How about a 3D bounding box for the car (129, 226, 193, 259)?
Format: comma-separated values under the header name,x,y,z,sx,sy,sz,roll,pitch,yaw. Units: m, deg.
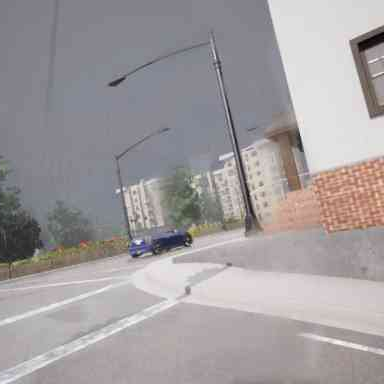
name,x,y,z,sx,sy,sz,roll,pitch,yaw
car,-2.000,3.096,21.872,2.097,1.767,4.553,-16,-9,35
